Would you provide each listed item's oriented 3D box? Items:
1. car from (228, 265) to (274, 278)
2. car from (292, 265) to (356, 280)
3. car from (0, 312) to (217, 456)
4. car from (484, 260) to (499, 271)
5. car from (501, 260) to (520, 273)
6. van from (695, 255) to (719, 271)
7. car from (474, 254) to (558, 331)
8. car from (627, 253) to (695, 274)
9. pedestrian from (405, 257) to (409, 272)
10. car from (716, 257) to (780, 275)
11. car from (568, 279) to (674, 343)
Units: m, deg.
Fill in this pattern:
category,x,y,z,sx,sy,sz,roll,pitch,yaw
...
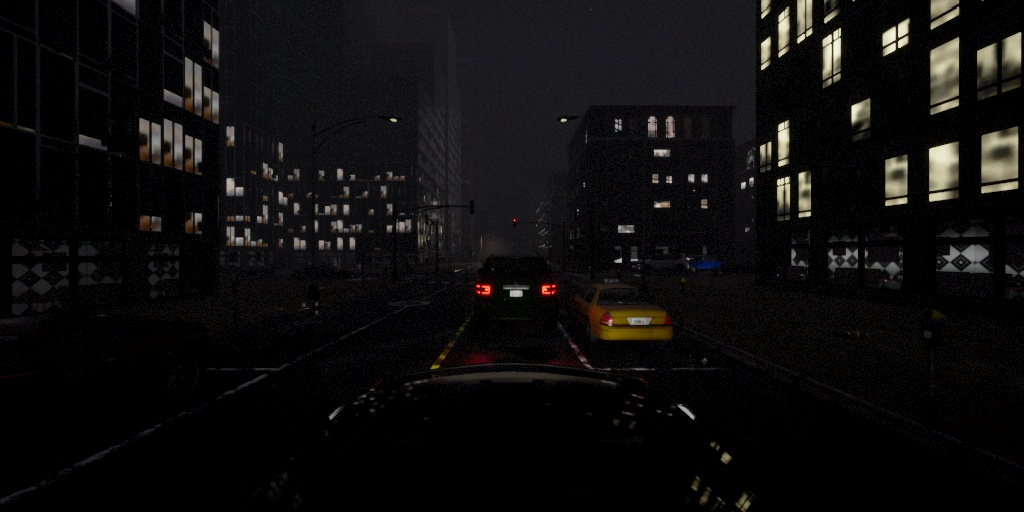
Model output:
category,x,y,z,sx,sy,sz,roll,pitch,yaw
car,-28.436,1.648,39.143,4.403,1.370,2.007,0,0,-1
car,-17.762,1.514,33.906,5.357,1.411,2.033,-1,0,-1
car,-5.317,1.332,3.783,1.802,1.307,4.207,0,0,0
car,-2.916,1.299,51.973,2.033,1.411,5.357,0,0,-3
car,-0.100,1.271,45.564,1.812,1.442,4.674,0,0,7
van,20.945,0.799,39.800,3.998,1.789,1.690,0,0,-1
car,0.090,0.971,11.072,2.150,2.045,5.566,0,0,0
car,15.401,0.755,37.271,5.566,2.045,2.150,-1,0,-1
pedestrian,-12.387,1.020,42.342,0.375,1.860,0.375,0,1,-1
car,21.060,1.019,31.921,4.507,1.381,1.888,0,0,-1
car,2.558,1.275,9.519,1.751,1.417,4.829,0,0,0
